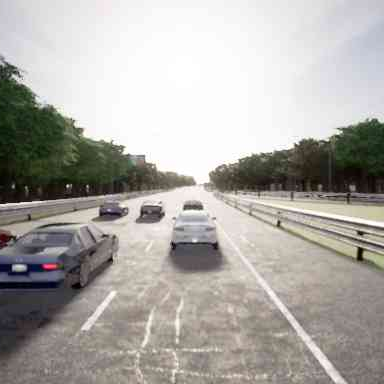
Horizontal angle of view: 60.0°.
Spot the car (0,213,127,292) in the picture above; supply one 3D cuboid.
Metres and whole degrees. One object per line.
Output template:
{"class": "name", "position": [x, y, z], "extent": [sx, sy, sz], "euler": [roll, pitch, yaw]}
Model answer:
{"class": "car", "position": [-3.400, 1.544, 9.065], "extent": [2.033, 1.411, 5.357], "euler": [0, 0, 0]}

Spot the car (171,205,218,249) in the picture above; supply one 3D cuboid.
{"class": "car", "position": [0.101, 1.516, 14.436], "extent": [1.812, 1.442, 4.674], "euler": [0, 0, 0]}

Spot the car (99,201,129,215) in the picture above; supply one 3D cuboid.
{"class": "car", "position": [-6.898, 1.456, 29.727], "extent": [1.994, 1.385, 4.181], "euler": [0, 1, 0]}

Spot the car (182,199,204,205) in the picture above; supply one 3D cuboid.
{"class": "car", "position": [0.102, 1.357, 30.848], "extent": [1.882, 1.535, 5.008], "euler": [0, 1, 0]}

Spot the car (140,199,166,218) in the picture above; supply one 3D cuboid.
{"class": "car", "position": [-3.398, 1.388, 29.240], "extent": [2.128, 1.511, 4.902], "euler": [0, 1, 0]}
